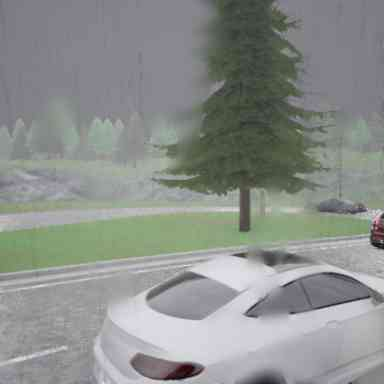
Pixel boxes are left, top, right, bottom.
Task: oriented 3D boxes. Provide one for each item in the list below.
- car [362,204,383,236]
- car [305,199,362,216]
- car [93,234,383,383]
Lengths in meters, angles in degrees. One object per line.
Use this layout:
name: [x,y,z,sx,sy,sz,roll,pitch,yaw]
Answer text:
car: [8.939,1.269,12.790,4.553,1.767,2.097,-1,1,-33]
car: [13.120,1.352,30.651,2.033,1.411,5.357,0,0,-35]
car: [1.169,1.498,4.210,4.674,1.442,1.812,0,0,-32]
